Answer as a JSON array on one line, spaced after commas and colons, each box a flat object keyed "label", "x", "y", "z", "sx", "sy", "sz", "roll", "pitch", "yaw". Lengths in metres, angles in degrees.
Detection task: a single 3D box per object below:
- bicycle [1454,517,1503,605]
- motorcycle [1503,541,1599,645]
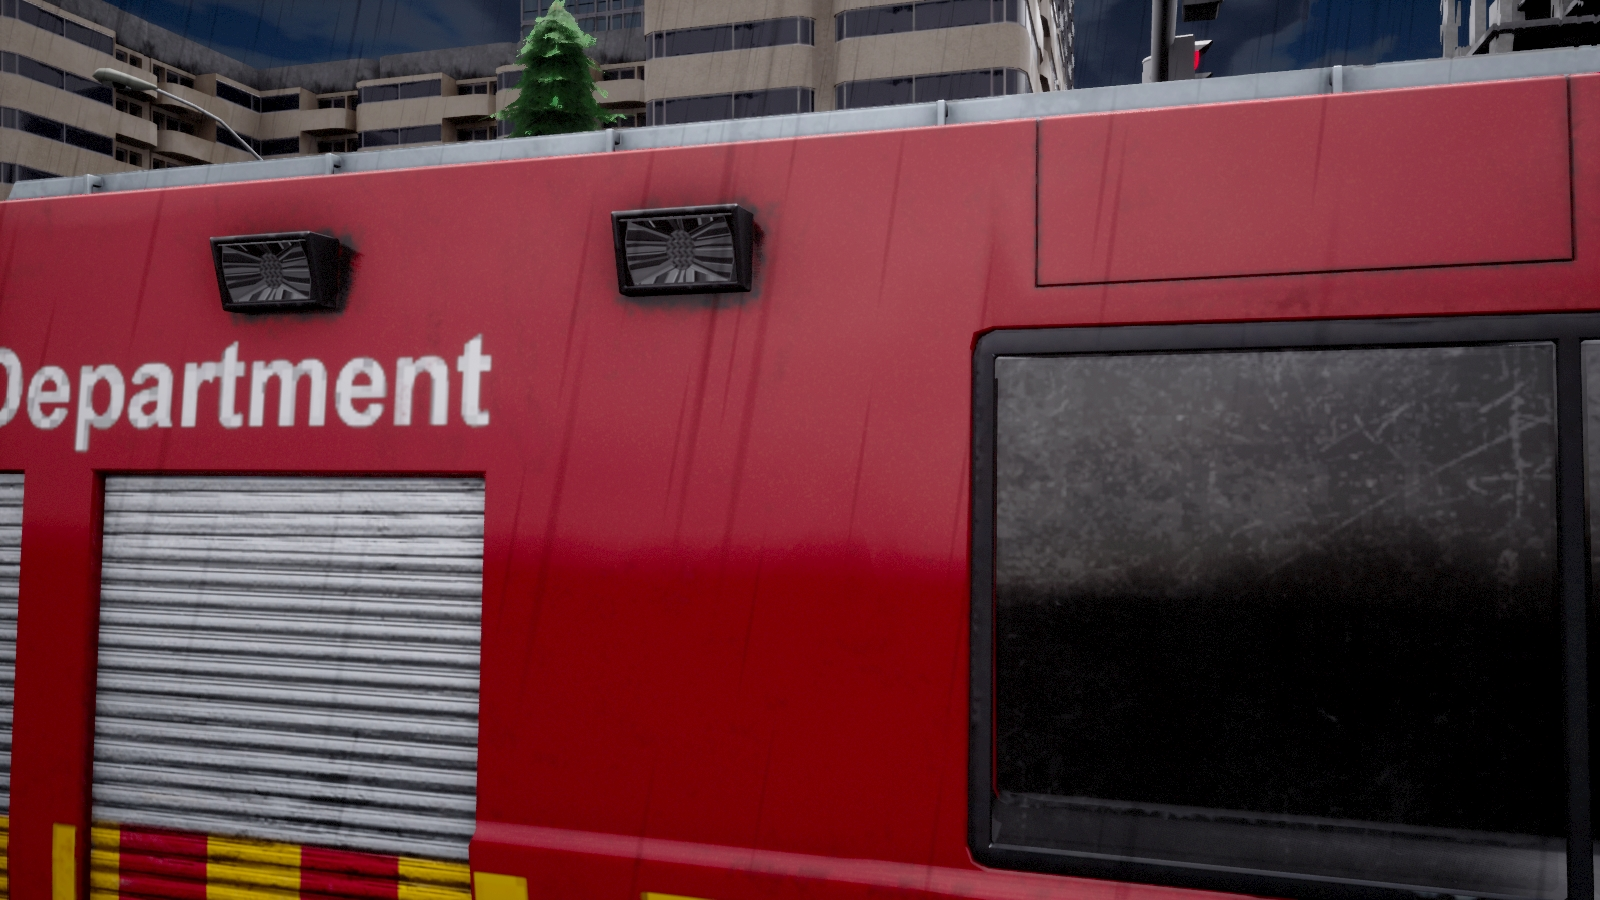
[{"label": "bicycle", "x": 12.788, "y": 2.060, "z": 21.569, "sx": 0.329, "sy": 1.471, "sz": 1.835, "roll": 0, "pitch": 0, "yaw": 16}, {"label": "motorcycle", "x": 11.678, "y": 2.155, "z": 17.664, "sx": 0.764, "sy": 1.307, "sz": 2.356, "roll": 0, "pitch": 0, "yaw": 16}]
